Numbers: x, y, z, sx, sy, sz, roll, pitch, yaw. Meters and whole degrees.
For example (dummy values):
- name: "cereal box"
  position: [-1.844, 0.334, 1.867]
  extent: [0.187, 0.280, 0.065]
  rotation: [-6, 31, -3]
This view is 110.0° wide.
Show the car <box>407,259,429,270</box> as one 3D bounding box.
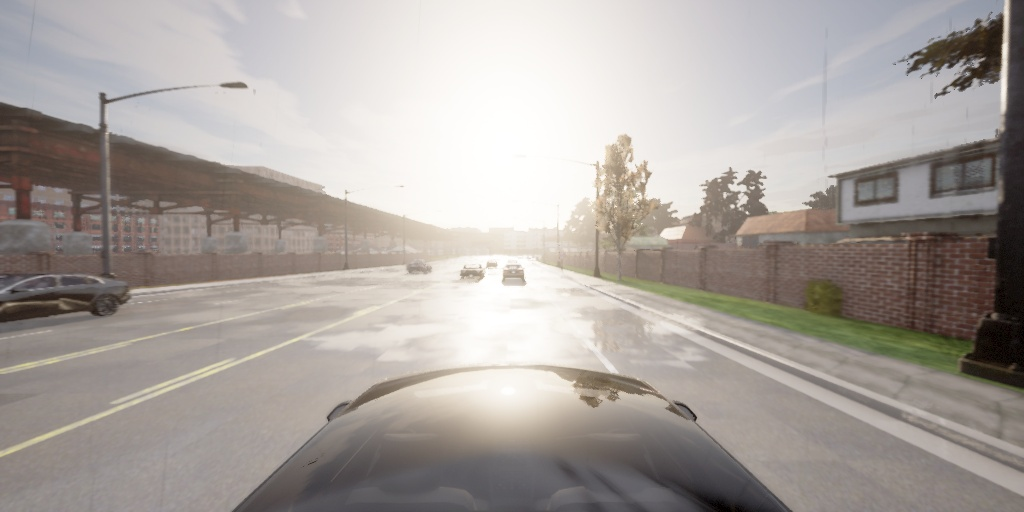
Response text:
- name: "car"
  position: [-14.005, 1.215, 53.559]
  extent: [1.882, 1.535, 5.008]
  rotation: [0, 0, 1]

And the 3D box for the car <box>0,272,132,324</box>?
- name: "car"
  position: [-14.089, 1.240, 10.309]
  extent: [2.128, 1.511, 4.902]
  rotation: [0, 0, 0]

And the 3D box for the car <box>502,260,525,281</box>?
- name: "car"
  position: [0.114, 1.289, 29.854]
  extent: [2.033, 1.411, 5.357]
  rotation: [0, 0, 0]

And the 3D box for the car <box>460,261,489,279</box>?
- name: "car"
  position: [-3.385, 1.342, 31.958]
  extent: [1.895, 1.301, 4.718]
  rotation: [0, 0, 0]

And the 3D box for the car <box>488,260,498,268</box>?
- name: "car"
  position: [-3.370, 1.333, 61.549]
  extent: [1.895, 1.301, 4.718]
  rotation: [0, 0, 0]

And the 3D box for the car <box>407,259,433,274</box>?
- name: "car"
  position: [-10.507, 1.340, 41.164]
  extent: [1.895, 1.301, 4.718]
  rotation: [0, 0, 0]
